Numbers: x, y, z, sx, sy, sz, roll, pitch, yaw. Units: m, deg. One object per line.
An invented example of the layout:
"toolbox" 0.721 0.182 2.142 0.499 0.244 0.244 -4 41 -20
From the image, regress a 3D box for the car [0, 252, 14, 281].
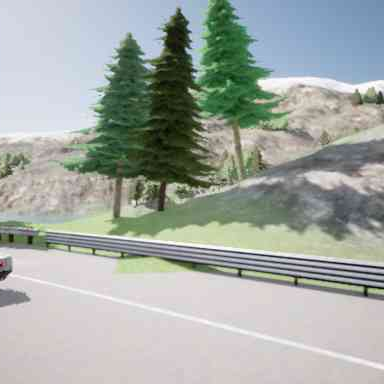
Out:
"car" -6.594 1.699 8.264 4.718 1.301 1.895 -1 0 33
